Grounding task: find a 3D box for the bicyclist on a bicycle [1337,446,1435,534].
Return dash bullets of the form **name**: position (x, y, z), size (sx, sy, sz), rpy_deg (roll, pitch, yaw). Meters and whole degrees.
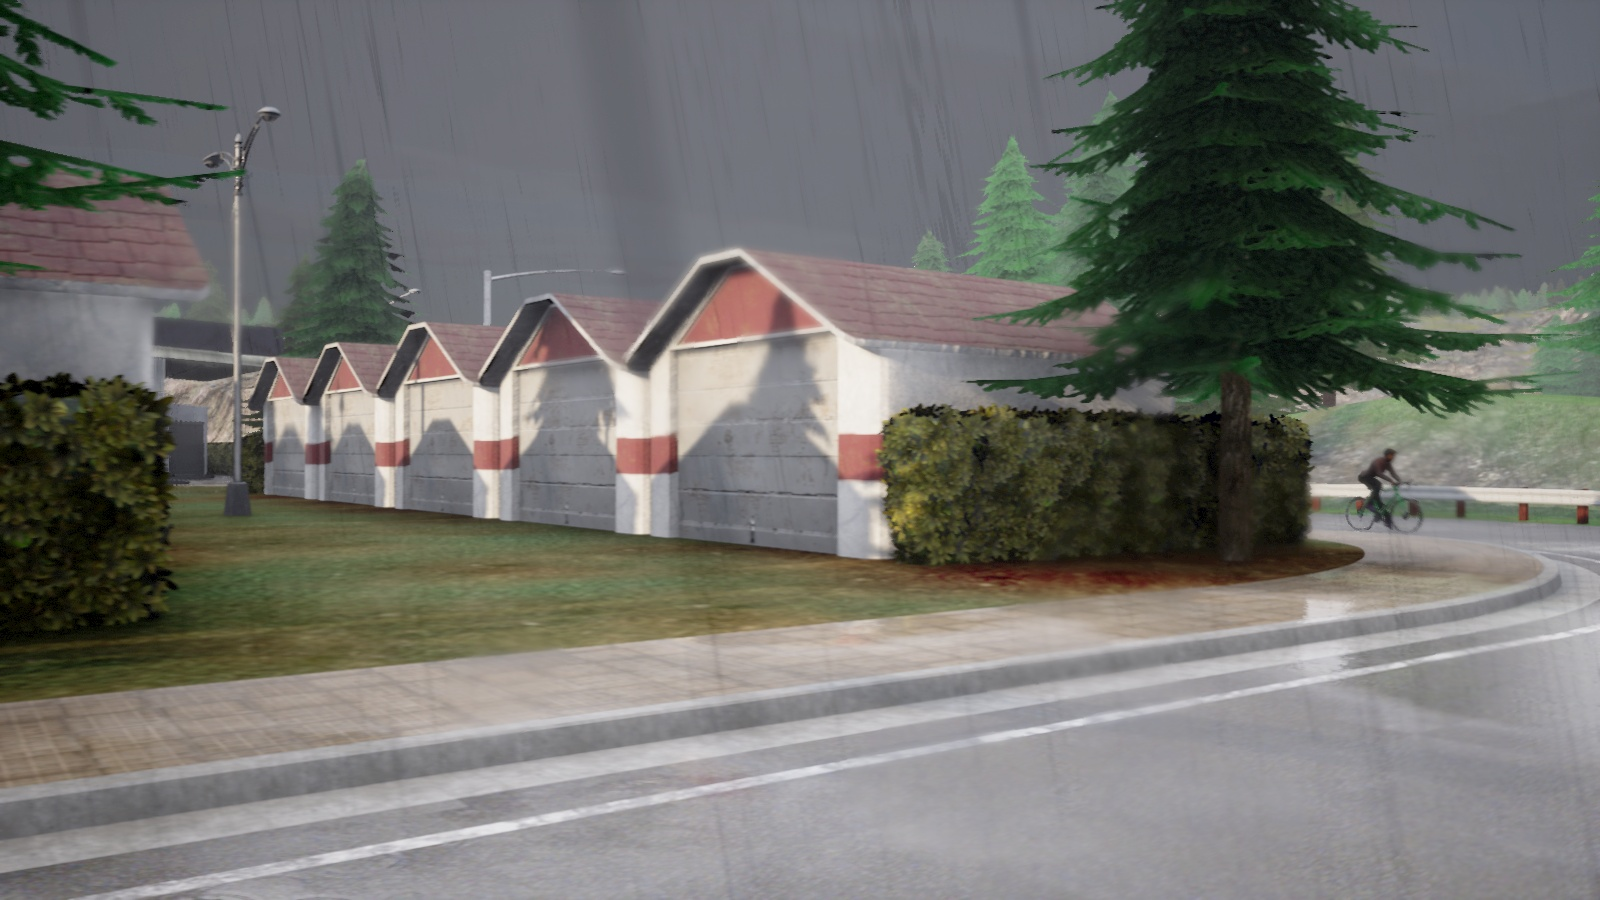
- **bicyclist on a bicycle**: position (11.274, 0.747, 24.191), size (0.582, 1.620, 1.656), rpy_deg (-1, 1, -31)
